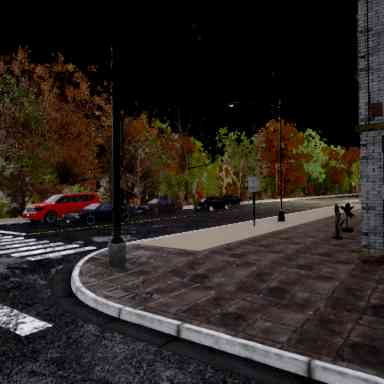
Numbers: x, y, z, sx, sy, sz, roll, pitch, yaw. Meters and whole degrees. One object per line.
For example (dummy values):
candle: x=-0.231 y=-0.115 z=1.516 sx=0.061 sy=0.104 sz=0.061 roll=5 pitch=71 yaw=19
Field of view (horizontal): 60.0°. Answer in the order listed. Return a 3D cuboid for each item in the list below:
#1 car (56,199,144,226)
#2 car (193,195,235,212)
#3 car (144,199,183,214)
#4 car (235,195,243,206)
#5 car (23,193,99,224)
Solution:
car: x=-6.104 y=1.400 z=22.711 sx=2.033 sy=1.411 sz=5.357 roll=-1 pitch=0 yaw=36
car: x=2.036 y=1.212 z=33.787 sx=1.837 sy=1.490 sz=4.892 roll=-1 pitch=1 yaw=36
car: x=-3.069 y=1.345 z=32.322 sx=2.033 sy=1.411 sz=5.357 roll=-1 pitch=0 yaw=37
car: x=4.875 y=1.160 z=43.114 sx=1.837 sy=1.490 sz=4.892 roll=-1 pitch=2 yaw=36
car: x=-9.145 y=1.124 z=24.066 sx=2.150 sy=2.045 sz=5.566 roll=-1 pitch=0 yaw=36
